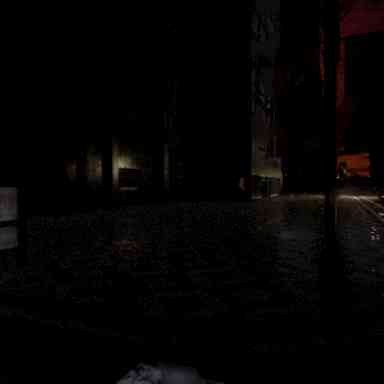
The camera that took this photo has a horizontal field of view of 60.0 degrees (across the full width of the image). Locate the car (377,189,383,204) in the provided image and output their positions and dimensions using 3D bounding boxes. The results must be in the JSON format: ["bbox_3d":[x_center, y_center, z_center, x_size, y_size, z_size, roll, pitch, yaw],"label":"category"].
[{"bbox_3d":[22.355,0.429,37.591,2.097,1.767,4.553,0,1,23],"label":"car"}]
